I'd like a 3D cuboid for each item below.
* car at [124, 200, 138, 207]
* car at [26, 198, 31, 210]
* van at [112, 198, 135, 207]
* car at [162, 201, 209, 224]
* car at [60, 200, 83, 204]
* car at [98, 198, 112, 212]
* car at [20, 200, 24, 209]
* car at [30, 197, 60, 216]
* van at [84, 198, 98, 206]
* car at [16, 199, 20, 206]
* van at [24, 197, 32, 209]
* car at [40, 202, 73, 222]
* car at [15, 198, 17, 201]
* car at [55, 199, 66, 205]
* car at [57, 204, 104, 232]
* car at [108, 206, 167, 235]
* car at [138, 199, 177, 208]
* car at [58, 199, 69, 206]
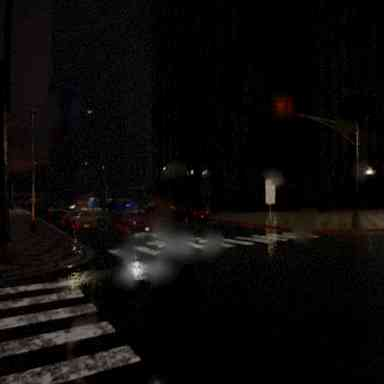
[{"bbox_3d":[-5.408,1.887,35.654,1.802,1.307,4.206,-2,0,-30],"label":"car"},{"bbox_3d":[-22.371,2.071,47.984,1.967,1.590,4.097,-2,0,-30],"label":"car"},{"bbox_3d":[-7.949,1.709,40.065,1.690,1.788,3.998,-2,0,-30],"label":"van"},{"bbox_3d":[-0.339,1.723,26.833,1.887,1.381,4.507,-2,0,-30],"label":"car"},{"bbox_3d":[-15.501,2.038,41.454,2.033,1.411,5.357,-1,0,-30],"label":"car"},{"bbox_3d":[-10.484,1.745,44.475,2.192,1.841,5.009,-2,0,-30],"label":"car"},{"bbox_3d":[-29.778,2.250,60.839,1.967,1.590,4.097,-2,0,-30],"label":"car"},{"bbox_3d":[-17.496,1.826,39.518,2.192,1.841,5.009,-2,0,-30],"label":"car"},{"bbox_3d":[-15.553,1.896,53.297,1.690,1.788,3.998,-2,0,-30],"label":"van"},{"bbox_3d":[-37.830,2.544,74.819,1.887,1.381,4.507,-2,0,-30],"label":"car"},{"bbox_3d":[-24.813,2.031,52.218,1.690,1.788,3.998,-2,0,-30],"label":"van"},{"bbox_3d":[-12.611,1.941,31.051,2.008,1.369,4.403,-2,0,-30],"label":"car"},{"bbox_3d":[-40.513,2.642,79.478,1.802,1.307,4.206,-2,0,-30],"label":"car"},{"bbox_3d":[-33.390,2.527,84.189,2.008,1.369,4.403,-2,0,-30],"label":"car"},{"bbox_3d":[-7.648,1.791,22.437,1.752,1.417,4.829,-2,0,-30],"label":"car"},{"bbox_3d":[-3.524,1.793,20.636,1.895,1.301,4.718,-1,0,-28],"label":"car"},{"bbox_3d":[-2.880,1.556,31.243,2.192,1.841,5.009,-2,0,-30],"label":"car"},{"bbox_3d":[-30.793,2.483,79.682,1.947,1.339,4.313,-2,0,-30],"label":"car"}]
